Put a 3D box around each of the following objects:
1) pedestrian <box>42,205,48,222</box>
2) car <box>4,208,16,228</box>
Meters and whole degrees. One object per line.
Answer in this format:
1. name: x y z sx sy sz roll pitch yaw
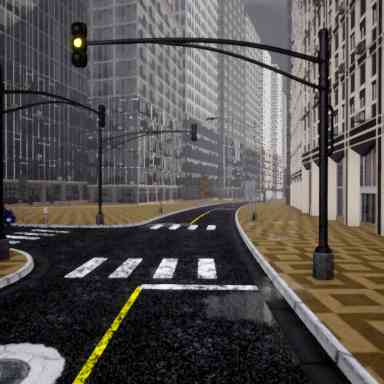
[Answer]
1. pedestrian: -9.297 1.344 21.052 0.500 1.100 0.500 0 0 17
2. car: -12.339 1.340 19.021 4.674 1.442 1.812 1 1 16
